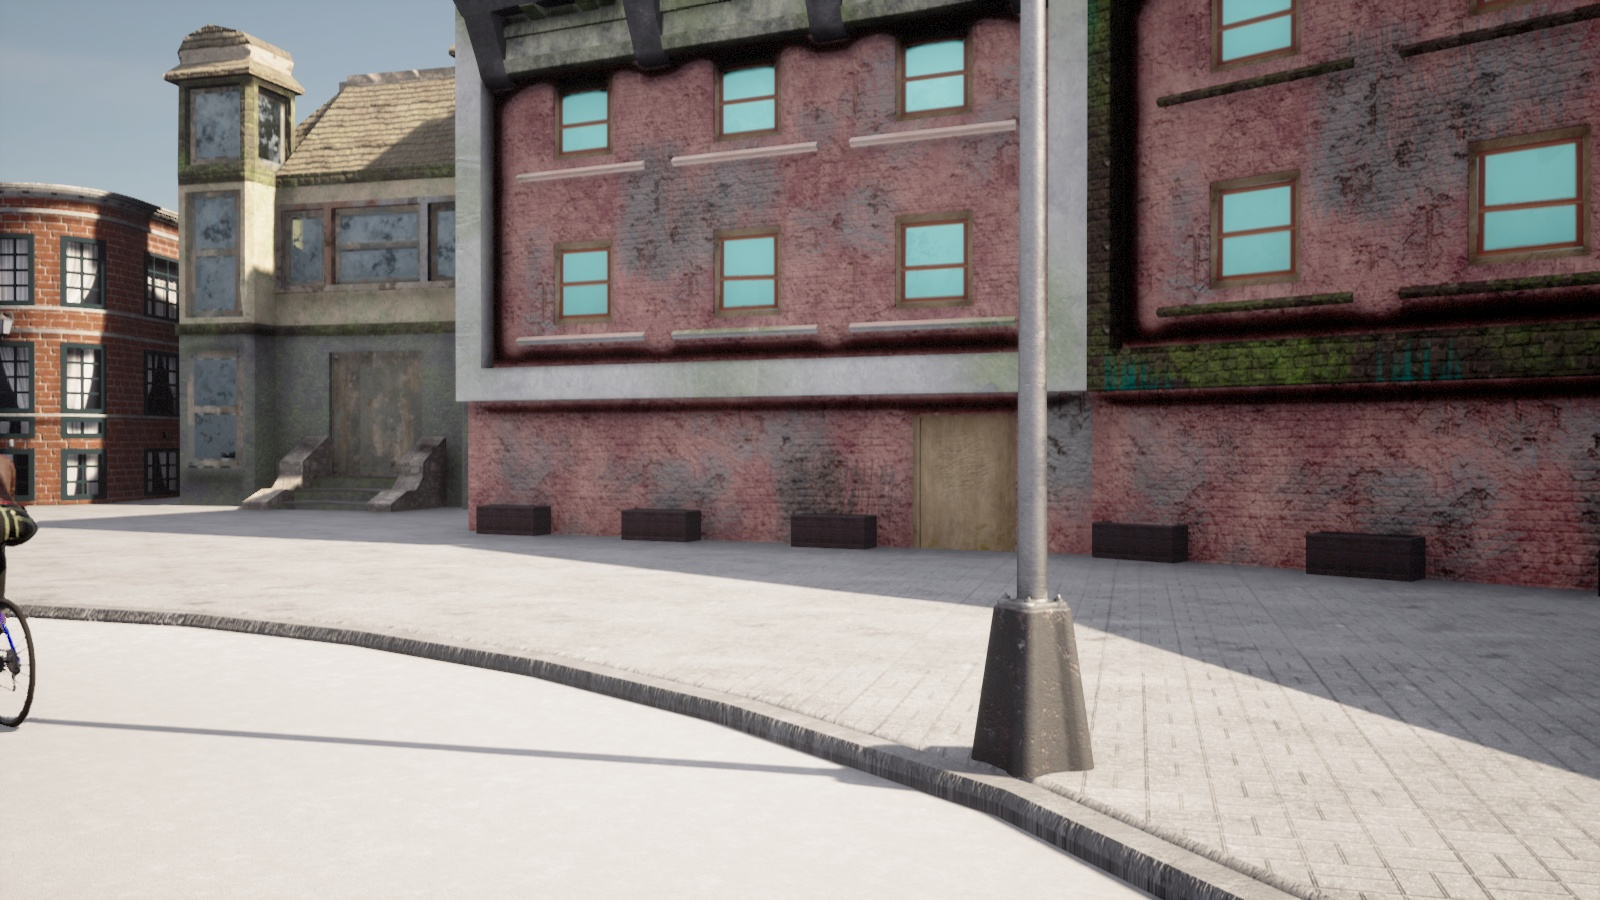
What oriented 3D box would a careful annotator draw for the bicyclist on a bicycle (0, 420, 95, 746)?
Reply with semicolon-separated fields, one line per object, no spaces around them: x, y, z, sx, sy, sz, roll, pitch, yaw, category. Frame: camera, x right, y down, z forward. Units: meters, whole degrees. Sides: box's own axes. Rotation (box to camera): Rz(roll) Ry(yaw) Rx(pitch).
-4.559;0.645;6.888;1.656;1.620;0.582;2;2;37;bicyclist on a bicycle
